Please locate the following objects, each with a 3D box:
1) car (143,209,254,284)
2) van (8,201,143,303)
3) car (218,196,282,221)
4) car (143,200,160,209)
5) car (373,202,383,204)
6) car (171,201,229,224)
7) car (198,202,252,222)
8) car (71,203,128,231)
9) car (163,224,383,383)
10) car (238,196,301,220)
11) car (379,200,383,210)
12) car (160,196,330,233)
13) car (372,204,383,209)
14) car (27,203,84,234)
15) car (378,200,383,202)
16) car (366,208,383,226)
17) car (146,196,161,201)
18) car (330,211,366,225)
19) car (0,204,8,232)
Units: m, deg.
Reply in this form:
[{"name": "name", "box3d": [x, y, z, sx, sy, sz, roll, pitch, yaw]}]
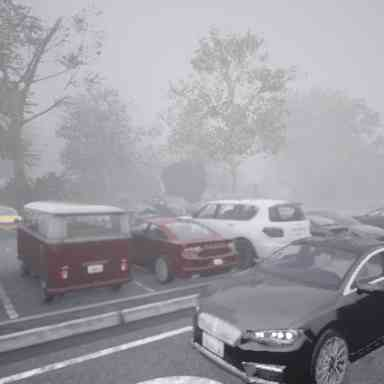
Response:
[{"name": "car", "box3d": [-0.811, 1.498, 9.861, 2.097, 1.535, 5.008, 0, 0, -36]}, {"name": "van", "box3d": [-3.161, 1.254, 8.330, 1.878, 1.987, 4.442, 0, 0, -36]}, {"name": "car", "box3d": [5.094, 1.374, 30.133, 2.435, 2.045, 5.566, 1, 0, -36]}, {"name": "car", "box3d": [-4.001, 1.565, 23.701, 2.163, 1.488, 4.792, 0, 0, -36]}, {"name": "car", "box3d": [12.757, 1.624, 19.797, 1.946, 1.575, 5.366, 1, 0, -36]}, {"name": "car", "box3d": [0.549, 1.577, 26.912, 2.097, 1.535, 5.008, 1, 0, -36]}, {"name": "car", "box3d": [2.712, 1.639, 28.462, 2.002, 1.452, 4.674, 1, 0, -36]}, {"name": "car", "box3d": [-6.233, 1.546, 22.034, 2.163, 1.488, 4.792, 0, 0, -36]}, {"name": "car", "box3d": [2.239, 1.522, 5.280, 4.902, 1.511, 2.128, 0, 0, -35]}, {"name": "car", "box3d": [7.259, 1.400, 31.682, 2.435, 2.045, 5.566, 1, 0, -36]}, {"name": "car", "box3d": [30.124, 1.921, 47.837, 1.946, 1.575, 5.366, 1, 0, -36]}, {"name": "car", "box3d": [1.451, 1.265, 11.520, 2.435, 2.045, 5.566, 0, 0, -36]}, {"name": "car", "box3d": [10.591, 1.601, 18.013, 2.097, 1.535, 5.008, 1, 0, -36]}, {"name": "car", "box3d": [-8.512, 1.499, 20.433, 2.097, 1.535, 5.008, 0, 0, -36]}, {"name": "car", "box3d": [27.755, 1.898, 46.378, 2.231, 1.521, 4.892, 1, 0, -36]}, {"name": "car", "box3d": [6.043, 1.585, 14.732, 2.163, 1.488, 4.792, 1, 0, -36]}, {"name": "car", "box3d": [-1.703, 1.304, 25.274, 2.435, 2.045, 5.566, 0, 0, -36]}, {"name": "car", "box3d": [3.753, 1.536, 13.125, 2.231, 1.521, 4.892, 0, 0, -35]}, {"name": "car", "box3d": [-10.674, 1.478, 18.667, 1.946, 1.575, 5.366, 0, 0, -36]}]
